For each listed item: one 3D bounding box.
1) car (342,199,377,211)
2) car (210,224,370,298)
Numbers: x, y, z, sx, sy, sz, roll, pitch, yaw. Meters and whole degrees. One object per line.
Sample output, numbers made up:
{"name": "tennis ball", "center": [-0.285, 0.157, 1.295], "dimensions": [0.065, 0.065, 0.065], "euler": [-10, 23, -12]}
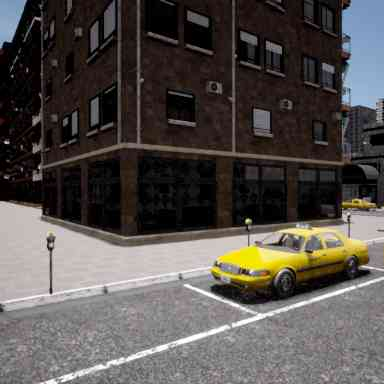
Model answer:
{"name": "car", "center": [19.322, 1.469, 39.712], "dimensions": [1.752, 1.417, 4.829], "euler": [0, 0, -35]}
{"name": "car", "center": [2.671, 1.525, 8.478], "dimensions": [4.829, 1.417, 1.752], "euler": [0, 0, -36]}
